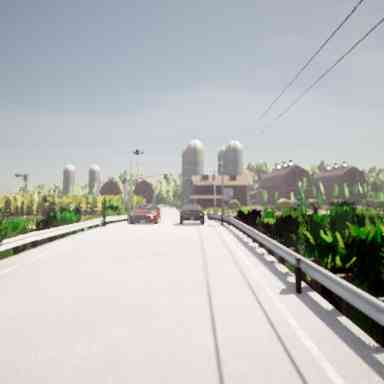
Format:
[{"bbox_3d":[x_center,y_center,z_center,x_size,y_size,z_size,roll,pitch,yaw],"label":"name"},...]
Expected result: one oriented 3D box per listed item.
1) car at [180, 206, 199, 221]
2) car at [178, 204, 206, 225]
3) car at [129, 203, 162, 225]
[{"bbox_3d":[-0.324,2.307,35.697,1.812,1.442,4.674,0,-4,-3],"label":"car"},{"bbox_3d":[-0.021,1.694,25.517,1.837,1.490,4.892,0,-2,-1],"label":"car"},{"bbox_3d":[-3.592,1.647,26.260,2.097,1.767,4.553,0,-3,-1],"label":"car"}]
